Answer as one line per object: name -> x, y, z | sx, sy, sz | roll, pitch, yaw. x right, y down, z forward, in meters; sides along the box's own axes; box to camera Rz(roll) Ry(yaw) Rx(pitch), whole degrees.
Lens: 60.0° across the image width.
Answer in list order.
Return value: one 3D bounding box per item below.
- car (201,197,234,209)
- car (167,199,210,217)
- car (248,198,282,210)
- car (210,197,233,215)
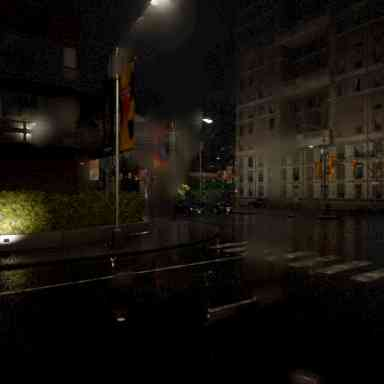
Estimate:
car -> 3.502, 1.478, 46.444 | 1.882, 1.535, 5.008 | 0, 0, -35
car -> -0.670, 1.526, 32.081 | 1.812, 1.442, 4.674 | 0, 0, -35
car -> 9.590, 1.504, 43.872 | 1.837, 1.490, 4.892 | 0, 0, -35
car -> 2.121, 1.492, 34.198 | 2.128, 1.511, 4.902 | 0, 0, -35
